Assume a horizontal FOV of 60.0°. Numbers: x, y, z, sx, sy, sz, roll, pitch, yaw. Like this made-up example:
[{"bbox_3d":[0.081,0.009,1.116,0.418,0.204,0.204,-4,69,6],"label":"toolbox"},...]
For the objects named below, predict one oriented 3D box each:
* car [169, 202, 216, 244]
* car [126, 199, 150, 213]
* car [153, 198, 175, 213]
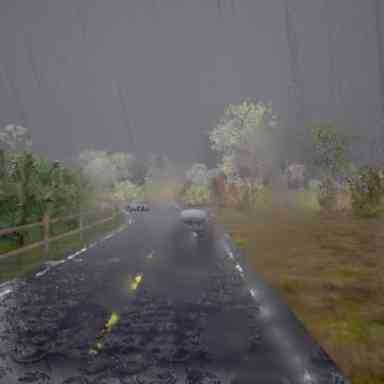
[{"bbox_3d":[0.052,1.457,15.561,1.837,1.490,4.892,0,1,-1],"label":"car"},{"bbox_3d":[-5.687,1.413,34.574,1.994,1.385,4.181,0,0,-19],"label":"car"},{"bbox_3d":[-2.834,1.387,35.529,2.033,1.411,5.357,0,0,-18],"label":"car"}]
